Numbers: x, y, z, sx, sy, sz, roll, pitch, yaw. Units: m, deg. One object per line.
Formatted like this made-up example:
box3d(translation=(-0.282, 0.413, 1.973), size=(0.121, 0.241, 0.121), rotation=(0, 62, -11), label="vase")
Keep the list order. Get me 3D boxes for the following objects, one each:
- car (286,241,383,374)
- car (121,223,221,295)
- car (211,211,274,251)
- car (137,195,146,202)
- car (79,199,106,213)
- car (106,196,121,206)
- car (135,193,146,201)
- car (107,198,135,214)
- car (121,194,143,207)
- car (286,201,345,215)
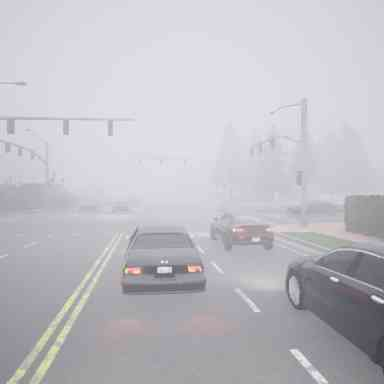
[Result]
box3d(translation=(2.981, 1.504, 4.956), size=(1.837, 1.490, 4.892), rotation=(0, 0, -5), label="car")
box3d(translation=(-0.838, 1.547, 8.896), size=(2.033, 1.411, 5.357), rotation=(0, 0, -7), label="car")
box3d(translation=(2.005, 1.526, 14.158), size=(1.812, 1.442, 4.674), rotation=(0, 0, -7), label="car")
box3d(translation=(-12.226, 1.465, 80.413), size=(1.882, 1.535, 5.008), rotation=(0, 0, -6), label="car")
box3d(translation=(-11.135, 1.477, 36.797), size=(1.882, 1.535, 5.008), rotation=(0, 0, -5), label="car")
box3d(translation=(-12.730, 1.564, 51.970), size=(1.994, 1.385, 4.181), rotation=(0, 0, -6), label="car")
box3d(translation=(-10.630, 1.526, 65.542), size=(1.812, 1.442, 4.674), rotation=(0, 0, -6), label="car")
box3d(translation=(-7.536, 1.601, 35.920), size=(1.895, 1.301, 4.718), rotation=(0, 0, -5), label="car")
box3d(translation=(-9.085, 1.490, 50.807), size=(2.128, 1.511, 4.902), rotation=(0, 0, -6), label="car")
box3d(translation=(12.062, 1.547, 32.511), size=(5.357, 1.411, 2.033), rotation=(0, 0, -5), label="car")
